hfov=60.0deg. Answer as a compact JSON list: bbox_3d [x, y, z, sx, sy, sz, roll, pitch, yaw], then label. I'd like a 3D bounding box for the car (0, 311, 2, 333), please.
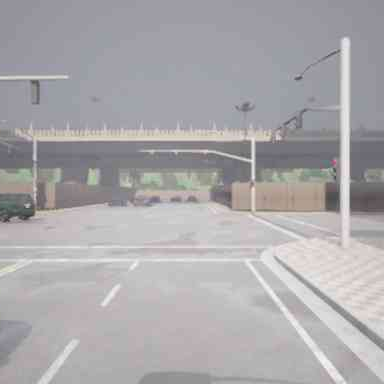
[{"bbox_3d":[-3.438,1.472,2.368,1.882,1.535,5.008,0,0,0],"label":"car"}]

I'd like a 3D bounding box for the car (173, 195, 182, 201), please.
[{"bbox_3d":[-3.478,1.412,80.834,1.895,1.301,4.718,0,0,0],"label":"car"}]

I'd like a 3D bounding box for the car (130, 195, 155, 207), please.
[{"bbox_3d":[-7.063,1.244,47.676,2.097,1.767,4.553,0,0,0],"label":"car"}]

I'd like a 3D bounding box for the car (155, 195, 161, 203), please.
[{"bbox_3d":[-7.006,1.334,63.477,1.882,1.535,5.008,0,0,0],"label":"car"}]

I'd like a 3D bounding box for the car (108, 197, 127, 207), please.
[{"bbox_3d":[-10.562,1.456,47.454,1.994,1.385,4.181,0,0,0],"label":"car"}]

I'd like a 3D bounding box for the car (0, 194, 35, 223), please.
[{"bbox_3d":[-14.308,1.136,24.450,5.566,2.045,2.150,0,-1,15],"label":"car"}]

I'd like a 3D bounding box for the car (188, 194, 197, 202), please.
[{"bbox_3d":[0.019,1.433,70.477,1.895,1.301,4.718,0,0,0],"label":"car"}]

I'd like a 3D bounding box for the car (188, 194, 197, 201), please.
[{"bbox_3d":[0.022,1.342,80.803,2.128,1.511,4.902,0,0,0],"label":"car"}]

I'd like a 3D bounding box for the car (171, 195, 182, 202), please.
[{"bbox_3d":[-3.481,1.432,70.842,1.895,1.301,4.718,0,0,0],"label":"car"}]

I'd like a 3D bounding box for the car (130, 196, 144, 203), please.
[{"bbox_3d":[-10.504,1.419,63.509,1.994,1.385,4.181,0,0,0],"label":"car"}]
